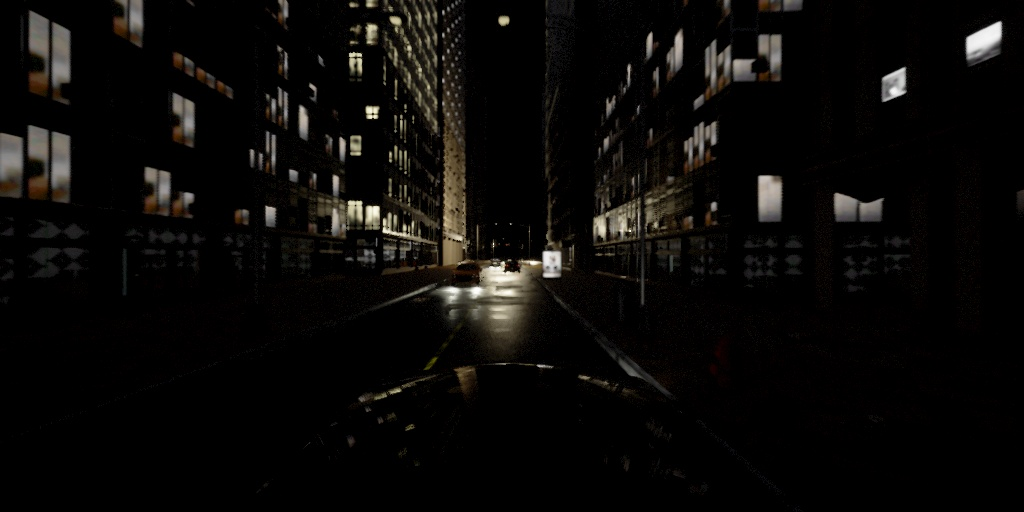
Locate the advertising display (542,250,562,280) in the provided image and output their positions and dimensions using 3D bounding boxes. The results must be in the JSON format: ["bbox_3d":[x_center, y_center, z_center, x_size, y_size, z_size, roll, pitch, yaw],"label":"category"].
[{"bbox_3d":[3.127,0.768,28.018,1.540,2.440,0.280,0,0,0],"label":"advertising display"}]

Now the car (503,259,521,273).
[{"bbox_3d":[0.045,1.264,42.510,1.812,1.442,4.674,0,0,0],"label":"car"}]

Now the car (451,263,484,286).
[{"bbox_3d":[-3.103,1.221,25.563,1.882,1.535,5.008,0,0,0],"label":"car"}]
